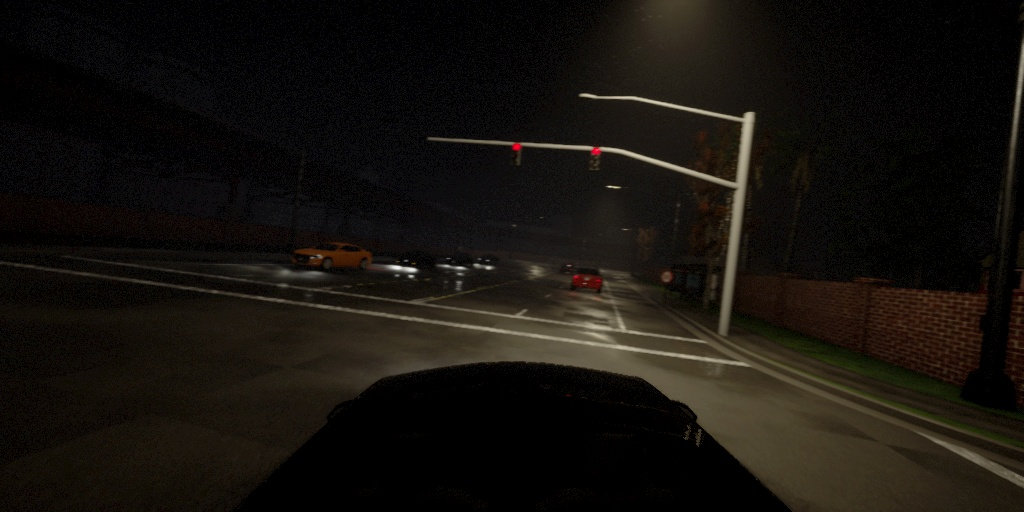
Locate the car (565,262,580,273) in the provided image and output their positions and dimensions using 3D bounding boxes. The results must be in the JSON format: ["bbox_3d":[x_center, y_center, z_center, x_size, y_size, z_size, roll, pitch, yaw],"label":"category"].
[{"bbox_3d":[10.458,1.882,61.667,2.128,1.511,4.902,7,1,14],"label":"car"}]

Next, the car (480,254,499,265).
[{"bbox_3d":[-3.202,0.445,50.099,1.882,1.535,5.008,7,1,14],"label":"car"}]

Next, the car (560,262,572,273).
[{"bbox_3d":[7.896,1.806,51.043,2.033,1.411,5.357,7,1,13],"label":"car"}]

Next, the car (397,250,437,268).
[{"bbox_3d":[-7.966,0.231,30.508,1.994,1.385,4.181,7,1,13],"label":"car"}]

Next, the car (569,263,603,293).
[{"bbox_3d":[5.755,1.684,27.153,2.097,1.767,4.553,7,0,14],"label":"car"}]

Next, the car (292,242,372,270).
[{"bbox_3d":[-10.267,-0.058,20.870,1.882,1.535,5.008,7,0,13],"label":"car"}]

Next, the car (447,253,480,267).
[{"bbox_3d":[-5.615,0.358,40.237,1.812,1.442,4.674,7,1,14],"label":"car"}]
